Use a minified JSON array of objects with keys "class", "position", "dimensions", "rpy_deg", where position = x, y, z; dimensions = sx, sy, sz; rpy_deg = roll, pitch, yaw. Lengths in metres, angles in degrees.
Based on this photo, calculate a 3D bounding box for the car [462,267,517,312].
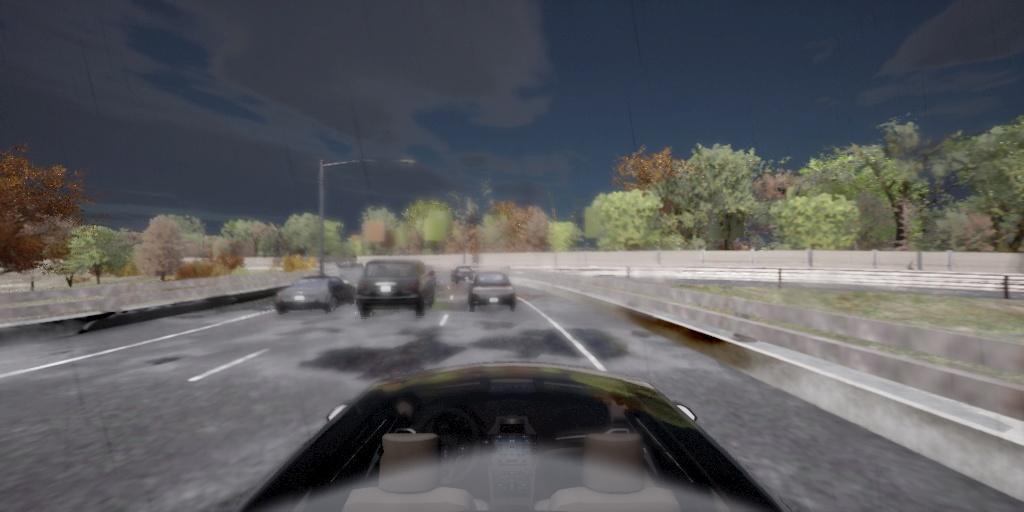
[{"class":"car","position":[-0.945,1.424,15.402],"dimensions":[2.128,1.511,4.902],"rpy_deg":[0,-1,-7]}]

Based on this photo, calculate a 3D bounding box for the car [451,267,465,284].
[{"class":"car","position":[-4.332,1.686,31.956],"dimensions":[1.812,1.442,4.674],"rpy_deg":[0,-1,-16]}]

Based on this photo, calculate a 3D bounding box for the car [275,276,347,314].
[{"class":"car","position":[-7.942,1.519,14.985],"dimensions":[1.994,1.385,4.181],"rpy_deg":[0,-1,-7]}]

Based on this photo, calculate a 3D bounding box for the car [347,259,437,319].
[{"class":"car","position":[-4.285,1.150,13.970],"dimensions":[2.150,2.045,5.566],"rpy_deg":[0,0,-7]}]

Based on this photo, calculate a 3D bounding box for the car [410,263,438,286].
[{"class":"car","position":[-7.540,1.505,30.428],"dimensions":[2.097,1.767,4.553],"rpy_deg":[0,-1,-15]}]
